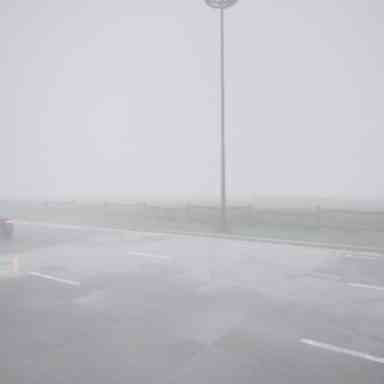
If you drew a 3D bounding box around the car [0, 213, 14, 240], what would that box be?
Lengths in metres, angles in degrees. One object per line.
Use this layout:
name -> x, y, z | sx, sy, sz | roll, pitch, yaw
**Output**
car -> -9.925, 1.449, 15.133 | 4.674, 1.442, 1.812 | 0, 1, 35
